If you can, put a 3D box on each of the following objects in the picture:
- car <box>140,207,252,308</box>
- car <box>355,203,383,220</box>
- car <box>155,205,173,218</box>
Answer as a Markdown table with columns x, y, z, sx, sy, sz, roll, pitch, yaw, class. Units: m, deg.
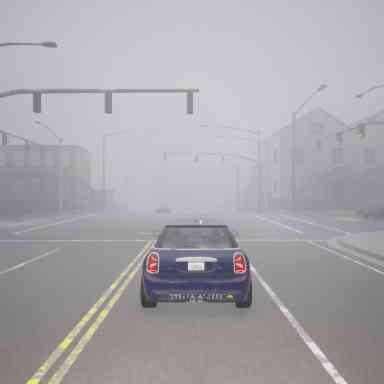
| x | y | z | sx | sy | sz | roll | pitch | yaw | class |
| --- | --- | --- | --- | --- | --- | --- | --- | --- | --- |
| 0.091 | 1.352 | 8.092 | 2.097 | 1.767 | 4.553 | 0 | 0 | 0 | car |
| 16.624 | 1.547 | 27.680 | 5.357 | 1.411 | 2.033 | 0 | 0 | -1 | car |
| -3.564 | 2.570 | 42.575 | 1.895 | 1.301 | 4.718 | 0 | -8 | 0 | car |
